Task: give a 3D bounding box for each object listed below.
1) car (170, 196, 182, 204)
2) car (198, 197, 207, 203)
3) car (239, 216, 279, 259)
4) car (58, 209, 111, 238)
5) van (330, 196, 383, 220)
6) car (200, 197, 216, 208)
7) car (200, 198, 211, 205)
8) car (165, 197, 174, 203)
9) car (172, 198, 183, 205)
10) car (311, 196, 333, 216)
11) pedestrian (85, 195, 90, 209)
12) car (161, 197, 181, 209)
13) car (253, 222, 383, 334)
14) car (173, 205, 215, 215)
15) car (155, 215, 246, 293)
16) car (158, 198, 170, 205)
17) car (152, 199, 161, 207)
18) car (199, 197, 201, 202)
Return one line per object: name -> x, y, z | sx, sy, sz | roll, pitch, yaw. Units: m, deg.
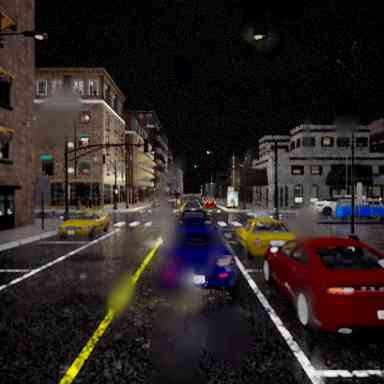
car -> -3.097, 1.613, 59.123 | 2.097, 1.767, 4.553 | 0, 0, 0
car -> 2.657, 1.950, 84.879 | 2.008, 1.369, 4.403 | -1, 0, 0
car -> 2.681, 1.575, 12.701 | 1.752, 1.417, 4.829 | 0, 0, 0
car -> -5.702, 1.597, 18.059 | 1.752, 1.417, 4.829 | 0, 0, 0
van -> 14.649, 1.526, 28.998 | 3.998, 1.788, 1.690 | 0, 0, 0
car -> 2.667, 1.658, 50.699 | 1.967, 1.590, 4.097 | 0, 0, 0
car -> 2.662, 1.857, 67.789 | 2.008, 1.369, 4.403 | 0, 0, 0
car -> -5.724, 1.924, 84.694 | 1.752, 1.417, 4.829 | 0, 0, 0
car -> -3.023, 1.877, 69.121 | 1.994, 1.385, 4.181 | 0, 0, 0
car -> 15.473, 1.391, 34.793 | 5.566, 2.045, 2.150 | 0, 0, 0
pedestrian -> -12.643, 1.235, 40.109 | 0.375, 1.860, 0.375 | 0, 0, 0
car -> -3.113, 1.775, 49.323 | 1.994, 1.385, 4.181 | 0, 0, 0
car -> 2.683, 1.571, 6.834 | 1.887, 1.381, 4.507 | 0, 0, 0
car -> 0.094, 1.638, 18.444 | 1.994, 1.385, 4.181 | 0, 0, 0
car -> 0.100, 1.560, 8.853 | 1.812, 1.442, 4.674 | 0, 0, 0
car -> -5.718, 1.857, 67.774 | 2.008, 1.369, 4.403 | 0, 0, 0
car -> -5.714, 1.798, 56.381 | 2.008, 1.369, 4.403 | 0, 0, 0
car -> 2.664, 1.858, 62.092 | 1.802, 1.307, 4.206 | 0, 0, 0
